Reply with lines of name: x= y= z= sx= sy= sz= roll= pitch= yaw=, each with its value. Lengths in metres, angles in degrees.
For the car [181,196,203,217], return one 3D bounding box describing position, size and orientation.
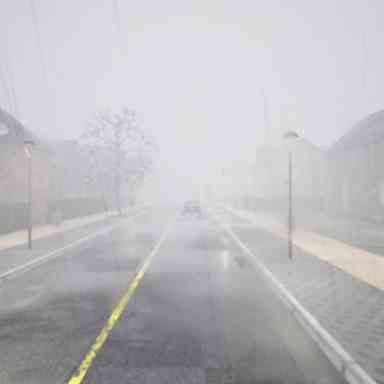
car: x=-0.010 y=1.384 z=30.325 sx=2.033 sy=1.411 sz=5.357 roll=0 pitch=0 yaw=0
